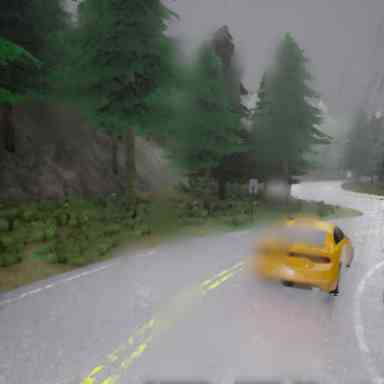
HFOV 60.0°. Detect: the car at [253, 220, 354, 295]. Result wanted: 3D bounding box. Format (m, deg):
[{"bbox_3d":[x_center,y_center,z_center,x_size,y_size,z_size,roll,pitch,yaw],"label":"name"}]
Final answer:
[{"bbox_3d":[3.272,1.528,9.233,1.882,1.535,5.008,2,2,30],"label":"car"}]
